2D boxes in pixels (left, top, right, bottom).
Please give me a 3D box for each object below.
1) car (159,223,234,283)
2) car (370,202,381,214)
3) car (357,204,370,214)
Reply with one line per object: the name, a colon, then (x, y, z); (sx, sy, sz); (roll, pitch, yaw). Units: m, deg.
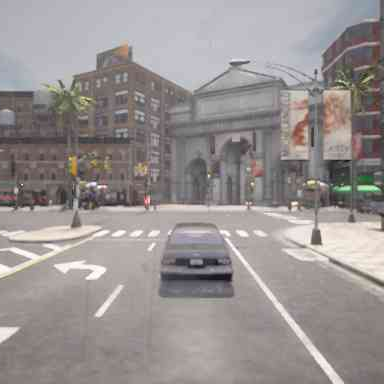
car: (0.105, 1.634, 9.938); (2.033, 1.411, 5.357); (0, 0, 0)
car: (22.678, 1.841, 36.660); (4.674, 1.442, 1.812); (0, 0, 1)
car: (22.249, 1.909, 40.158); (4.181, 1.385, 1.994); (0, 0, 0)
